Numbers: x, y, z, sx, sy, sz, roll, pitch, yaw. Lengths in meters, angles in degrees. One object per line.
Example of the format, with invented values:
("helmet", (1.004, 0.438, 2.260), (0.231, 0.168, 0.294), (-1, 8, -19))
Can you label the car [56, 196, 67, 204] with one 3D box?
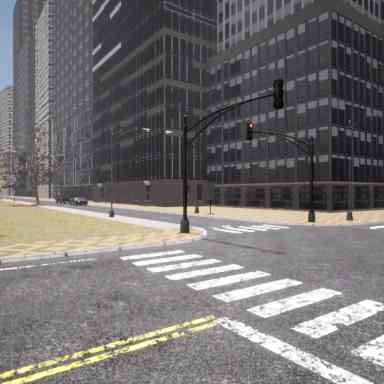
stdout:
("car", (-24.641, 1.512, 63.508), (1.837, 1.490, 4.892), (0, 0, -35))

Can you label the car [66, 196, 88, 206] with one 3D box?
("car", (-18.849, 1.603, 55.243), (1.895, 1.301, 4.718), (0, 0, -35))
